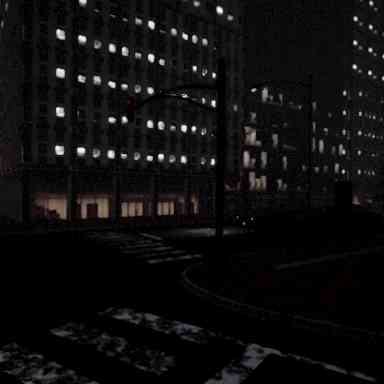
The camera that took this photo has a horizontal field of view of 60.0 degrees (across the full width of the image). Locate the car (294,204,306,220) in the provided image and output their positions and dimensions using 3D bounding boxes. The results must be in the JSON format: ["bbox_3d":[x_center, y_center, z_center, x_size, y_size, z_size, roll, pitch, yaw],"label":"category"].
[{"bbox_3d":[10.020,1.838,30.549,4.403,1.369,2.008,0,1,-34],"label":"car"}]

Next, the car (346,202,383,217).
[{"bbox_3d":[19.230,1.855,36.865,4.829,1.417,1.752,0,1,-34],"label":"car"}]

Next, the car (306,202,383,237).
[{"bbox_3d":[9.804,1.696,20.841,5.009,1.841,2.192,0,1,-34],"label":"car"}]

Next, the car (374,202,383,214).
[{"bbox_3d":[24.045,1.918,40.168,4.313,1.339,1.947,0,1,-34],"label":"car"}]

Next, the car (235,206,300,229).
[{"bbox_3d":[5.441,1.896,24.423,4.718,1.301,1.895,0,1,-34],"label":"car"}]
